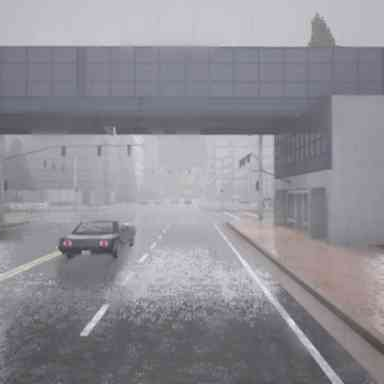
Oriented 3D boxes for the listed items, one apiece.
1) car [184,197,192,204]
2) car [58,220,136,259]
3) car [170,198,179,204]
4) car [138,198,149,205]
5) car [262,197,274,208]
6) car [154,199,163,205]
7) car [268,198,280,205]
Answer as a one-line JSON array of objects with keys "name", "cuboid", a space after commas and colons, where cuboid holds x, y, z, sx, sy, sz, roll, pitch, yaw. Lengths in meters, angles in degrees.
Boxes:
[{"name": "car", "cuboid": [-1.105, 2.553, 87.041, 1.895, 1.301, 4.718, 0, -1, 0]}, {"name": "car", "cuboid": [-3.482, 1.749, 13.233, 1.895, 1.301, 4.718, 0, -1, 0]}, {"name": "car", "cuboid": [-4.607, 2.512, 87.280, 1.994, 1.385, 4.181, 0, -1, 0]}, {"name": "car", "cuboid": [-11.556, 2.236, 79.713, 2.097, 1.767, 4.553, 0, -1, 0]}, {"name": "car", "cuboid": [13.136, 1.800, 58.490, 1.932, 1.855, 4.605, 0, -1, 0]}, {"name": "car", "cuboid": [-8.056, 2.421, 79.704, 2.033, 1.411, 5.357, 0, -1, 0]}, {"name": "car", "cuboid": [18.680, 2.234, 75.917, 1.970, 1.475, 3.806, 0, -1, 0]}]
